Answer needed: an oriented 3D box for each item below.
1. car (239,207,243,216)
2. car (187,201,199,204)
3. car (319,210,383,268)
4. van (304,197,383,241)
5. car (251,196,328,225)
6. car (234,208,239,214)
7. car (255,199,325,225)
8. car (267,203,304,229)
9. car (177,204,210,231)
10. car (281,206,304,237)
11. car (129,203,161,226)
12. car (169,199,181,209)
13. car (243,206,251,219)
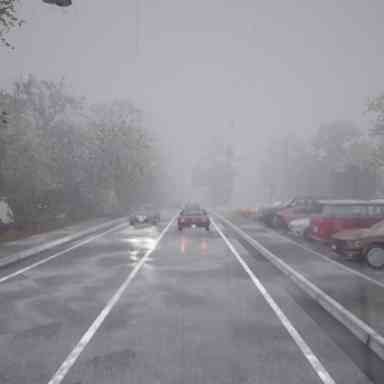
[{"bbox_3d":[7.087,1.630,30.152,4.892,1.521,2.231,0,-1,0],"label":"car"},{"bbox_3d":[0.098,1.857,41.055,2.128,1.511,4.902,0,-1,0],"label":"car"},{"bbox_3d":[7.078,1.505,10.727,5.008,1.535,2.097,0,0,0],"label":"car"},{"bbox_3d":[7.190,1.294,13.505,4.442,1.987,1.878,0,0,0],"label":"van"},{"bbox_3d":[7.049,1.310,21.833,5.566,2.045,2.435,0,0,0],"label":"car"},{"bbox_3d":[6.898,1.664,32.921,5.366,1.575,1.946,0,-1,0],"label":"car"},{"bbox_3d":[7.110,1.452,24.604,4.553,1.767,2.185,0,0,0],"label":"car"},{"bbox_3d":[7.106,1.577,19.055,4.792,1.488,2.163,0,0,0],"label":"car"},{"bbox_3d":[0.098,1.679,21.258,1.895,1.301,4.718,0,0,0],"label":"car"},{"bbox_3d":[7.077,1.573,16.280,4.674,1.452,2.002,0,0,0],"label":"car"},{"bbox_3d":[-3.350,1.596,24.435,2.128,1.511,4.902,0,0,0],"label":"car"},{"bbox_3d":[-3.264,2.378,65.516,2.150,2.045,5.566,0,-2,0],"label":"car"},{"bbox_3d":[7.087,1.599,27.380,5.008,1.535,2.097,0,0,0],"label":"car"}]
